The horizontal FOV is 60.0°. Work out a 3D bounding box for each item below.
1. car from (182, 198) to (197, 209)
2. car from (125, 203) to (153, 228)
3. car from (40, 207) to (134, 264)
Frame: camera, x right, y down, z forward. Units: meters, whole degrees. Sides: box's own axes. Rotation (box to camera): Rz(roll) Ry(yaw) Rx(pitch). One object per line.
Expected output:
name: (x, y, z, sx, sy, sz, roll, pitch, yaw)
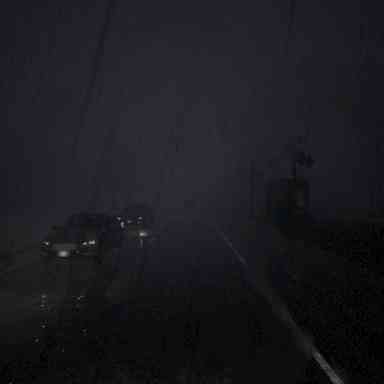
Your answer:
car: (-0.299, 1.490, 45.245, 1.882, 1.535, 5.008, 0, 0, 0)
car: (-3.743, 1.522, 22.337, 1.837, 1.490, 4.892, 0, 0, 0)
car: (-3.690, 1.503, 11.968, 2.128, 1.511, 4.902, 0, 0, 0)
